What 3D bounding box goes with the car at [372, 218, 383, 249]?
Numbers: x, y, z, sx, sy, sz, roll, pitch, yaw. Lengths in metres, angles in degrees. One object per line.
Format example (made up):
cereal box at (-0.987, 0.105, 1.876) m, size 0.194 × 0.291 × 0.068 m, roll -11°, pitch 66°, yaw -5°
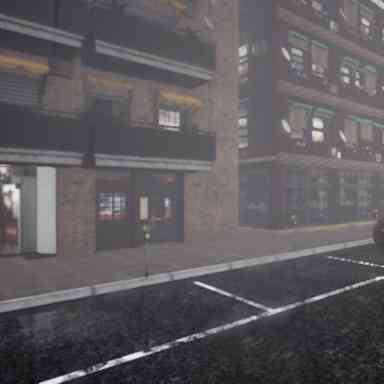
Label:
car at (9.175, 1.261, 13.107) m, size 5.009 × 1.841 × 2.192 m, roll 0°, pitch 0°, yaw -36°
